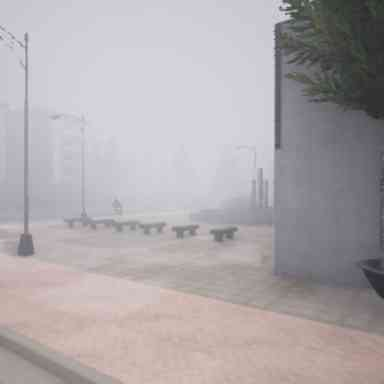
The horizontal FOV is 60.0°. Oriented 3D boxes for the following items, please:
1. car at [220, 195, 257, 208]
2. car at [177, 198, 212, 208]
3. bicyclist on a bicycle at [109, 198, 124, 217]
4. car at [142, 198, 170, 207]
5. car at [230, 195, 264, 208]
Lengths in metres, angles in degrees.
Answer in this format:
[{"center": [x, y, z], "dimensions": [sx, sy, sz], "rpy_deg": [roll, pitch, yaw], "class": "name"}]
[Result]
[{"center": [6.183, 1.514, 44.630], "dimensions": [4.892, 1.490, 1.837], "rpy_deg": [0, 0, -25], "class": "car"}, {"center": [0.422, 1.559, 49.623], "dimensions": [5.357, 1.411, 2.033], "rpy_deg": [0, 0, -29], "class": "car"}, {"center": [-6.351, 1.309, 27.910], "dimensions": [1.656, 1.620, 0.582], "rpy_deg": [0, 0, 33], "class": "bicyclist on a bicycle"}, {"center": [-5.361, 1.577, 49.998], "dimensions": [4.181, 1.385, 1.994], "rpy_deg": [0, 0, -35], "class": "car"}, {"center": [8.131, 1.365, 49.205], "dimensions": [4.553, 1.767, 2.097], "rpy_deg": [0, 0, -22], "class": "car"}]
